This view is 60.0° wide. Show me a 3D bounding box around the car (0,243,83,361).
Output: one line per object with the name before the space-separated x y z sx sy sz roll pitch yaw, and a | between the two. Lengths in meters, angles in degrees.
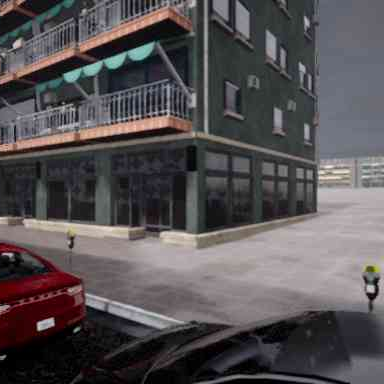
car | -3.657 1.532 5.515 4.507 1.381 1.887 0 0 36

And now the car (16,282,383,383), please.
car | 0.916 1.565 2.219 4.313 1.339 1.947 0 0 36
